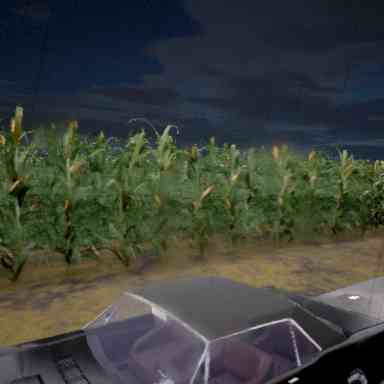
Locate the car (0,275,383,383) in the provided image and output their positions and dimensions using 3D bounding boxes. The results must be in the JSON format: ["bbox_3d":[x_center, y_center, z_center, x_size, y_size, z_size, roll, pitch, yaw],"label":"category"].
[{"bbox_3d":[-0.172,1.601,2.945,4.718,1.301,1.895,0,0,-35],"label":"car"}]
